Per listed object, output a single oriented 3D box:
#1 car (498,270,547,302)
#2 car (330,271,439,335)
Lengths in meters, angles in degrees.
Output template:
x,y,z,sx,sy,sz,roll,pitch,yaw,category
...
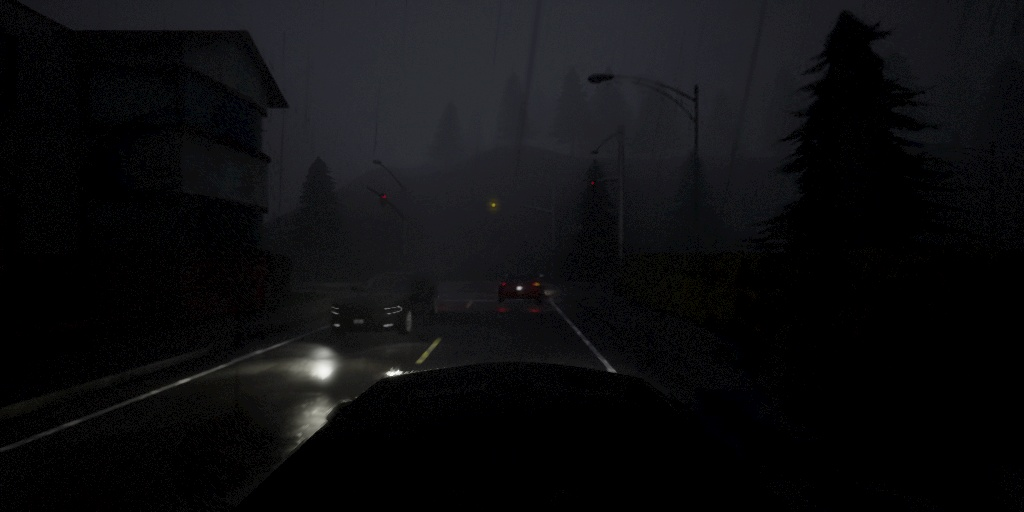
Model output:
x,y,z,sx,sy,sz,roll,pitch,yaw,category
0.560,1.331,17.094,1.994,1.385,4.181,0,0,7,car
-3.530,1.238,10.798,1.882,1.535,5.008,0,0,1,car
